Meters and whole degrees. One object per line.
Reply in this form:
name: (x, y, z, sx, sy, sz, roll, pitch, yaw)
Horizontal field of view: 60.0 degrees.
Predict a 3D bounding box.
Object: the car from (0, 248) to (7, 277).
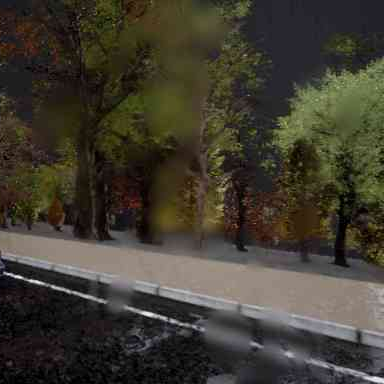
car: (-6.867, 1.567, 8.590, 5.357, 1.411, 2.033, 0, 0, 36)
